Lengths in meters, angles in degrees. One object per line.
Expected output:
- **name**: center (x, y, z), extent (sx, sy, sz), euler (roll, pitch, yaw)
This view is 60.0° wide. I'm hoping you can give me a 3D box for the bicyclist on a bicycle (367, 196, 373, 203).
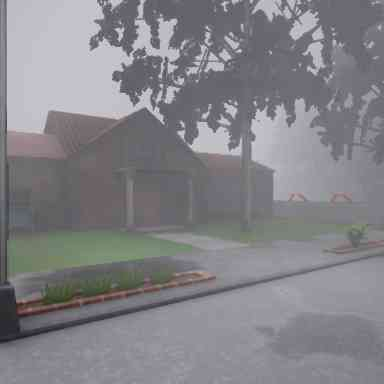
- **bicyclist on a bicycle**: center (25.243, 1.347, 47.111), extent (1.656, 1.620, 0.582), euler (0, 0, -35)
